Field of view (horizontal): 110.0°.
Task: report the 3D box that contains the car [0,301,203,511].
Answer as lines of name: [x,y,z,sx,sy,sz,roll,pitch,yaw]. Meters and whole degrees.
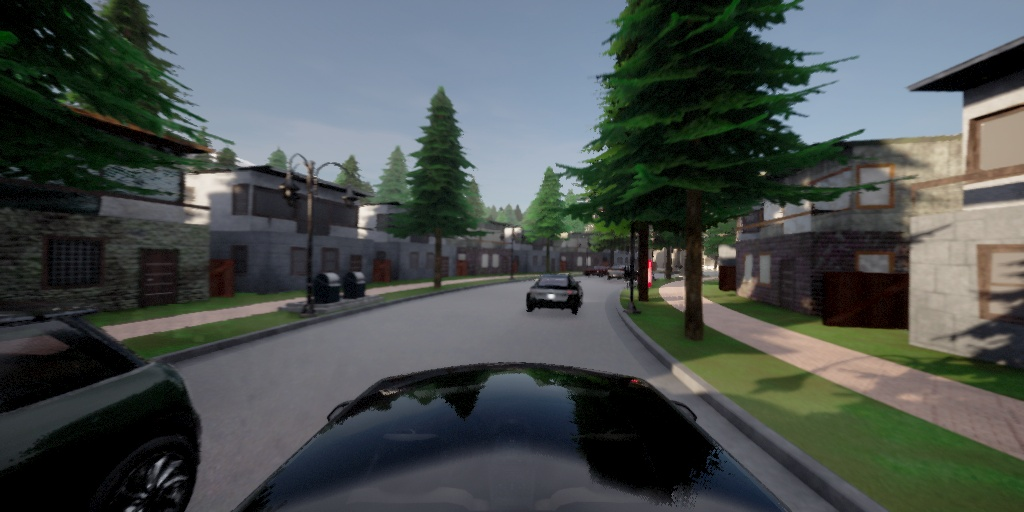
car: [-3.391,1.044,0.749,2.097,1.767,4.553,1,0,0]

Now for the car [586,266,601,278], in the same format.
car: [9.742,1.719,39.724,1.895,1.301,4.718,1,0,38]

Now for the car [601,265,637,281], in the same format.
car: [10.676,1.596,34.655,2.128,1.511,4.902,1,0,33]

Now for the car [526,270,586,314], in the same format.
car: [1.834,1.416,14.664,1.994,1.385,4.181,1,0,13]

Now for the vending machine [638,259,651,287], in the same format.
vending machine: [9.325,1.225,25.244,1.100,2.100,0.880,0,0,26]
